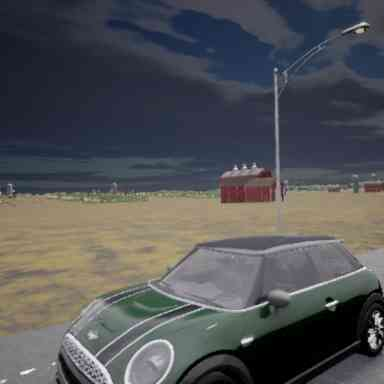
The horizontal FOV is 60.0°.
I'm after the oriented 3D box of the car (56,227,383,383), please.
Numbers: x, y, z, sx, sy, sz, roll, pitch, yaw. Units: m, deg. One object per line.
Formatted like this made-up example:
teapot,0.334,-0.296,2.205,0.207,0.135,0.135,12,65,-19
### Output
car,0.661,1.442,4.487,4.553,1.767,2.097,0,-1,-37
